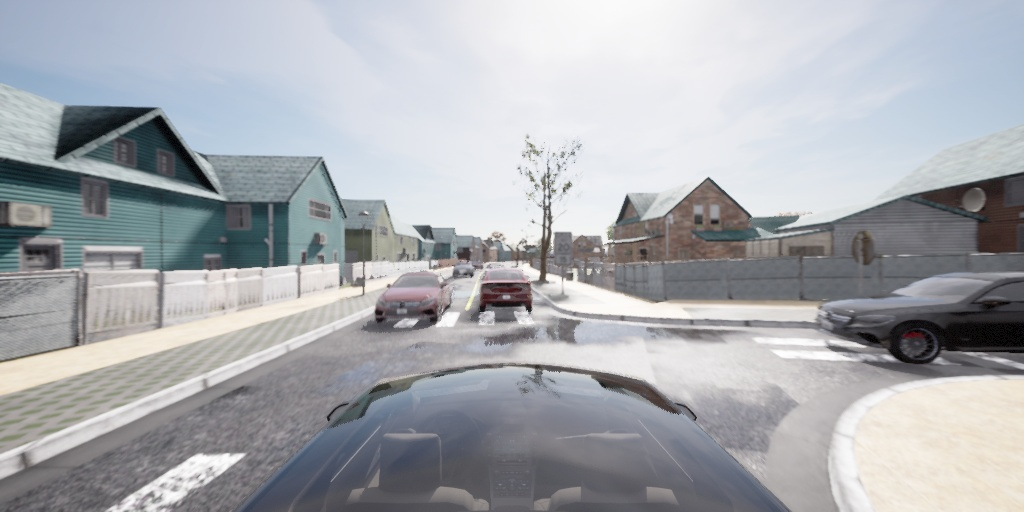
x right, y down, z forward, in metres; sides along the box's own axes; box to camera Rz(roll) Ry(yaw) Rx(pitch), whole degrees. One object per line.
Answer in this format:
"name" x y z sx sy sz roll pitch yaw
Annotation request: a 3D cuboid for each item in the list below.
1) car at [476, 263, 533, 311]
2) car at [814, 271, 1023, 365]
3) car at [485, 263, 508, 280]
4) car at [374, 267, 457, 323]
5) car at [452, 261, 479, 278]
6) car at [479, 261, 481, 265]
"car" -0.299 1.211 14.400 1.882 1.535 5.008 0 0 -3
"car" 8.293 1.009 6.350 4.674 1.442 1.812 -1 0 13
"car" -1.482 1.347 32.322 1.895 1.301 4.718 0 0 -4
"car" -3.140 1.266 12.234 1.812 1.442 4.674 0 0 -3
"car" -4.521 1.248 34.065 2.128 1.511 4.902 0 0 -3
"car" -5.266 1.407 53.500 1.994 1.385 4.181 0 0 -1
